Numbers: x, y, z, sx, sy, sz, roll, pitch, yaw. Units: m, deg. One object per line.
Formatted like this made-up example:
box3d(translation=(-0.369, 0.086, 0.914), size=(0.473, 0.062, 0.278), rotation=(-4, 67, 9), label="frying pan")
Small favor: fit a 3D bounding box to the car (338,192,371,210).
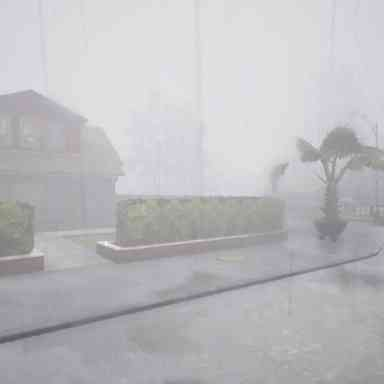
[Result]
box3d(translation=(17.391, 0.985, 36.217), size=(3.866, 1.878, 1.905), rotation=(0, 0, 0), label="car")
